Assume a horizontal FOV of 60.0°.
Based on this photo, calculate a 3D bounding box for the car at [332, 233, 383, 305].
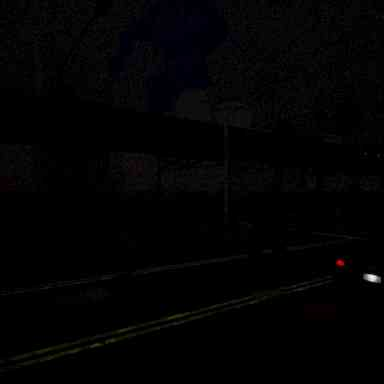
[{"bbox_3d":[4.967,1.564,7.317,4.181,1.385,1.994,0,0,-35],"label":"car"}]
